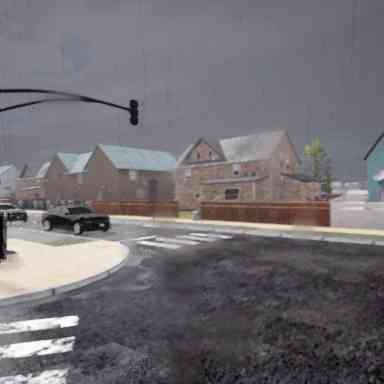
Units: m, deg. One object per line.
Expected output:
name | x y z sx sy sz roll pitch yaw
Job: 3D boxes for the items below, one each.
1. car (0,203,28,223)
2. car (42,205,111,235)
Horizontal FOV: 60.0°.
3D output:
car | -14.458 1.600 25.681 5.008 1.535 1.882 -1 0 40
car | -6.687 1.501 19.126 5.008 1.535 1.882 -1 0 39
